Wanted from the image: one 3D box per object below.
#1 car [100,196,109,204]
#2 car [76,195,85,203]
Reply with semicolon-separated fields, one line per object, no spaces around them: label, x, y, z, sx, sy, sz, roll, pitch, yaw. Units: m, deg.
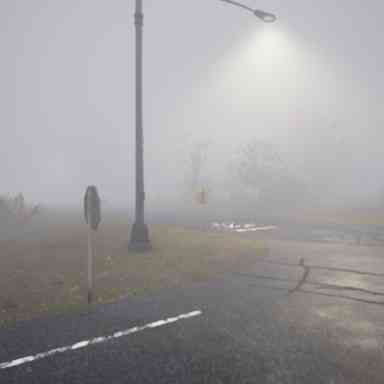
car;-14.979;1.266;53.122;2.033;1.411;5.357;0;0;-33
car;-18.979;1.252;59.031;2.033;1.411;5.357;0;0;-34
